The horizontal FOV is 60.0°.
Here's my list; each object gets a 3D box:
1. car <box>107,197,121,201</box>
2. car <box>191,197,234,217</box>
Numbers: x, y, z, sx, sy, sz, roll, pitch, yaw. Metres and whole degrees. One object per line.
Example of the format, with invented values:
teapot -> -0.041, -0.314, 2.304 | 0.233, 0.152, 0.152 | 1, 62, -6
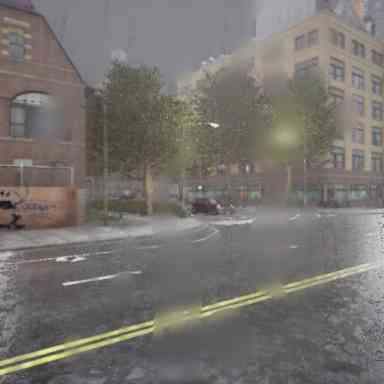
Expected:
car -> -11.983, 1.479, 50.226 | 2.128, 1.511, 4.902 | 0, 0, -36
car -> 1.891, 1.301, 31.314 | 2.097, 1.767, 4.553 | 0, 0, -36
